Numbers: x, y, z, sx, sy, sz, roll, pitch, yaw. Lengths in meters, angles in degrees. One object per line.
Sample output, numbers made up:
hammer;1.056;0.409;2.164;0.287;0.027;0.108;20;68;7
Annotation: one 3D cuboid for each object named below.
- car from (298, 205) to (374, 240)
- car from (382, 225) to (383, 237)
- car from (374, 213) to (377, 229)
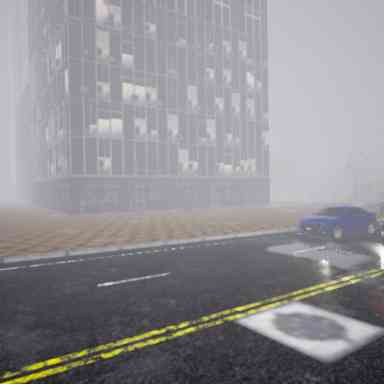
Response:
car;7.489;1.437;17.010;5.008;1.535;1.882;0;0;-35
car;6.671;1.540;8.213;4.181;1.385;1.994;0;0;-35
car;10.575;1.461;15.219;4.892;1.490;1.837;0;0;-35
